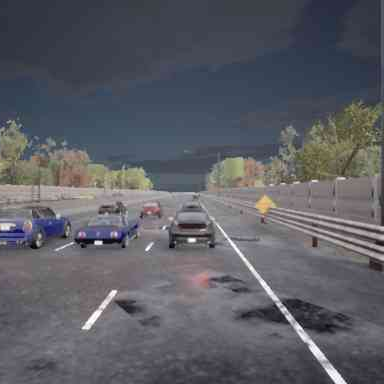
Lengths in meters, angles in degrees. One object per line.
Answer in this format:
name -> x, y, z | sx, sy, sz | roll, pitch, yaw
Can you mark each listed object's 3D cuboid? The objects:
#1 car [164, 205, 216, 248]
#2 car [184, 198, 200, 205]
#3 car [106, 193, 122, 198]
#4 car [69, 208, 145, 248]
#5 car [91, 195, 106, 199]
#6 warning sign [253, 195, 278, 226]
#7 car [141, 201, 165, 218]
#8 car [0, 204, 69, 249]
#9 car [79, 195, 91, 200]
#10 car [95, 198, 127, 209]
car -> -0.001, 1.519, 14.650 | 1.837, 1.490, 4.892 | 0, 0, 0
car -> -0.001, 1.522, 29.651 | 1.837, 1.490, 4.892 | 0, 0, 0
car -> -17.500, 1.184, 76.687 | 2.150, 2.045, 5.566 | 0, 0, 0
car -> -3.500, 1.619, 14.680 | 1.895, 1.301, 4.718 | 0, 0, 0
car -> -21.000, 1.436, 76.717 | 1.882, 1.535, 5.008 | 0, 0, 0
warning sign -> 4.540, 1.119, 20.560 | 1.300, 1.860, 1.060 | -1, -1, 0
car -> -3.501, 1.539, 29.651 | 1.812, 1.442, 4.674 | 0, 0, 0
car -> -7.001, 1.369, 14.621 | 2.097, 1.767, 4.553 | 0, 0, 0
car -> -24.501, 1.436, 76.717 | 1.882, 1.535, 5.008 | 0, 0, 0
car -> -7.000, 1.522, 29.651 | 1.837, 1.490, 4.892 | 0, 0, 0
